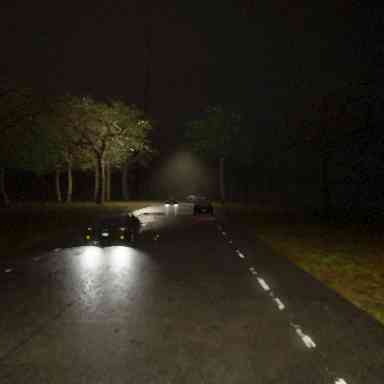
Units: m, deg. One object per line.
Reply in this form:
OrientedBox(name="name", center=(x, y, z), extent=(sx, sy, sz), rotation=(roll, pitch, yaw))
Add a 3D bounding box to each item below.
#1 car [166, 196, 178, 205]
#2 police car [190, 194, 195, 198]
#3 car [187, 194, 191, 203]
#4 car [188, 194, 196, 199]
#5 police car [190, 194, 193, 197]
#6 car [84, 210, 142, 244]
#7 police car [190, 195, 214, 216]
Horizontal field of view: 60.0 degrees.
OrientedBox(name="car", center=(-3.553, 1.478, 58.867), extent=(1.837, 1.490, 4.892), rotation=(0, 1, 1))
OrientedBox(name="police car", center=(1.046, 1.442, 42.219), extent=(1.930, 1.638, 5.238), rotation=(0, 0, 0))
OrientedBox(name="car", center=(-0.006, 1.433, 66.196), extent=(2.128, 1.511, 4.902), rotation=(0, 0, 0))
OrientedBox(name="car", center=(-0.008, 1.166, 89.754), extent=(2.033, 1.411, 5.357), rotation=(0, 1, 0))
OrientedBox(name="police car", center=(1.045, 1.439, 48.217), extent=(1.930, 1.638, 5.238), rotation=(0, 0, 0))
OrientedBox(name="car", center=(-3.603, 1.570, 15.771), extent=(1.994, 1.385, 4.181), rotation=(0, 0, 0))
OrientedBox(name="police car", center=(1.047, 1.438, 32.219), extent=(1.930, 1.638, 5.238), rotation=(0, 0, 0))
